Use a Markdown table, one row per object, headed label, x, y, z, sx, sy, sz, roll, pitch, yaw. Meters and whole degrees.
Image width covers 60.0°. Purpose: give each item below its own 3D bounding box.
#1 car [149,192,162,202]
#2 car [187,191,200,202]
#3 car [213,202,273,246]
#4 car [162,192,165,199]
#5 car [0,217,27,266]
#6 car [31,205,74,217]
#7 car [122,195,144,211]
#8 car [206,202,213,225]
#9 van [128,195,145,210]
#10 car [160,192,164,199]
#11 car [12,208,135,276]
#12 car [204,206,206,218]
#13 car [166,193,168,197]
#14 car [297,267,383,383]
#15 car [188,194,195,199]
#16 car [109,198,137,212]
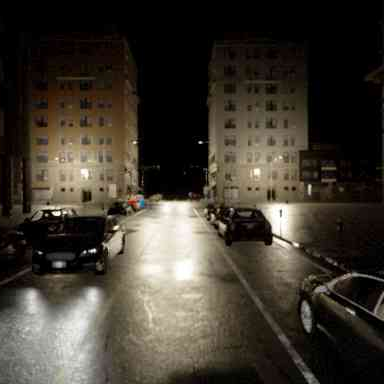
| label | x | y | z | sx | sy | sz | roll | pitch | yaw |
| --- | --- | --- | --- | --- | --- | --- | --- | --- | --- |
| car | -7.974 | 1.355 | 69.836 | 1.752 | 1.417 | 4.829 | 0 | 0 | -2 |
| car | 0.542 | 1.090 | 70.240 | 2.192 | 1.841 | 5.009 | 0 | 0 | -2 |
| car | 2.241 | 1.396 | 15.053 | 1.967 | 1.590 | 4.097 | 0 | 0 | -2 |
| car | -8.322 | 1.301 | 81.140 | 1.752 | 1.417 | 4.829 | 0 | 0 | -2 |
| car | -6.107 | 1.602 | 9.177 | 1.802 | 1.307 | 4.206 | 0 | 0 | -2 |
| car | -6.281 | 1.449 | 14.815 | 1.967 | 1.590 | 4.097 | 0 | 0 | -2 |
| car | -6.976 | 1.276 | 37.364 | 2.192 | 1.841 | 5.009 | 0 | 0 | -2 |
| car | 2.068 | 1.525 | 20.690 | 1.802 | 1.307 | 4.206 | 0 | 0 | -2 |
| van | -7.150 | 1.287 | 43.002 | 1.690 | 1.788 | 3.998 | 0 | 0 | -2 |
| car | -8.153 | 1.368 | 75.659 | 1.947 | 1.339 | 4.313 | 0 | 0 | -2 |
| car | -3.293 | 1.492 | 10.500 | 2.128 | 1.511 | 4.902 | 0 | 0 | -2 |
| car | 1.895 | 1.476 | 26.327 | 1.887 | 1.381 | 4.507 | 0 | 0 | -2 |
| car | -8.677 | 1.034 | 92.614 | 2.192 | 1.841 | 5.009 | 0 | 0 | -2 |
| car | 2.589 | 1.528 | 3.780 | 2.008 | 1.369 | 4.403 | 0 | 0 | -2 |
| car | -0.154 | 1.247 | 92.856 | 1.802 | 1.307 | 4.206 | 0 | 0 | -2 |
| car | -6.801 | 1.539 | 31.727 | 1.947 | 1.339 | 4.313 | 0 | 0 | -2 |
